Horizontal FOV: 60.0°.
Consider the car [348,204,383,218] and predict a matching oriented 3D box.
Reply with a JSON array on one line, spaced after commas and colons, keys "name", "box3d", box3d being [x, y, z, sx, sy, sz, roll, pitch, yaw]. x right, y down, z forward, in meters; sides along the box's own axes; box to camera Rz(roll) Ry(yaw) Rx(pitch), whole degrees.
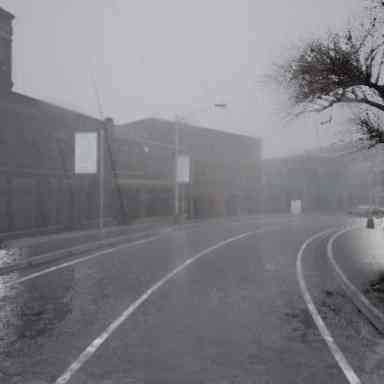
[{"name": "car", "box3d": [20.134, 2.152, 38.366, 4.674, 1.442, 1.812, 2, 0, -27]}]
